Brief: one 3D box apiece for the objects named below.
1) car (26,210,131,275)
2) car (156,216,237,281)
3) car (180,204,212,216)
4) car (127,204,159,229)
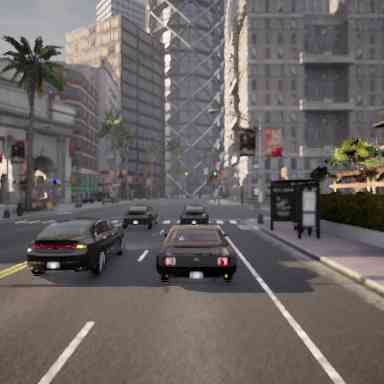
[{"bbox_3d":[-3.392,1.537,10.553,1.837,1.490,4.892,0,0,0],"label":"car"},{"bbox_3d":[0.107,1.630,9.860,1.895,1.301,4.718,0,0,0],"label":"car"},{"bbox_3d":[0.237,1.572,22.517,1.837,1.490,4.892,0,0,3],"label":"car"},{"bbox_3d":[-3.390,1.571,22.419,1.837,1.490,4.892,0,0,0],"label":"car"}]
